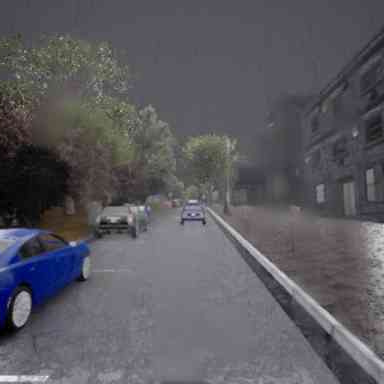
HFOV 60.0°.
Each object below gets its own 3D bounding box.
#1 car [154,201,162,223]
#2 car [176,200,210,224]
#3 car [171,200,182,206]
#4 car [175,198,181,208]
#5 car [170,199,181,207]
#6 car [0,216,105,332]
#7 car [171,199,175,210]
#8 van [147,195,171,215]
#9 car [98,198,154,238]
[{"bbox_3d":[-3.660,1.585,23.618,2.002,1.452,4.674,0,0,2],"label":"car"},{"bbox_3d":[0.092,1.617,25.340,2.033,1.411,5.357,0,0,0],"label":"car"},{"bbox_3d":[-3.671,2.606,79.303,2.163,1.488,4.792,0,-1,2],"label":"car"},{"bbox_3d":[-3.652,1.938,57.036,2.163,1.488,4.792,1,-2,2],"label":"car"},{"bbox_3d":[-3.666,2.408,73.699,2.097,1.535,5.008,0,-1,2],"label":"car"},{"bbox_3d":[-3.655,1.497,6.904,2.097,1.535,5.008,0,0,2],"label":"car"},{"bbox_3d":[-3.666,1.468,40.302,2.185,1.767,4.553,0,0,2],"label":"car"},{"bbox_3d":[-3.659,1.352,34.880,1.878,1.987,4.442,0,0,2],"label":"van"},{"bbox_3d":[-3.660,1.403,18.020,2.185,1.767,4.553,0,0,2],"label":"car"}]
